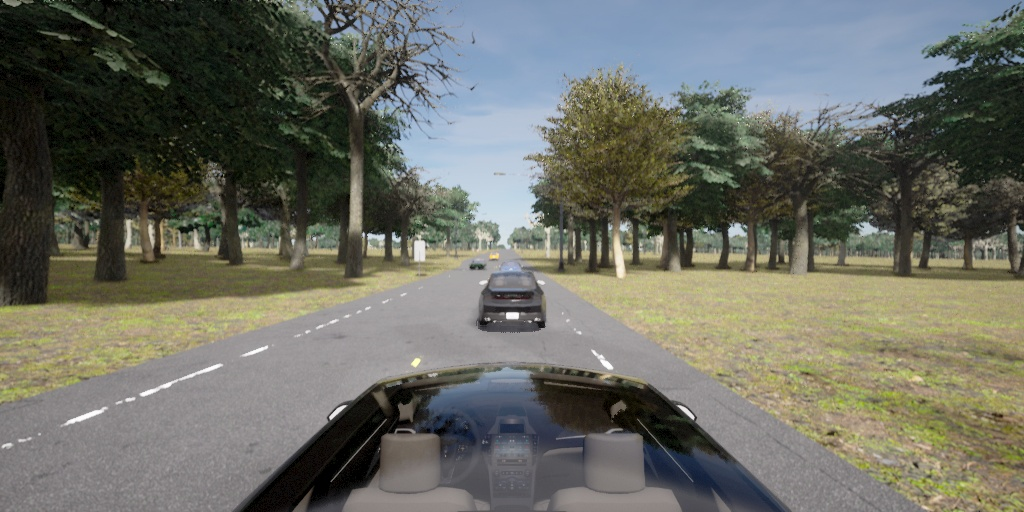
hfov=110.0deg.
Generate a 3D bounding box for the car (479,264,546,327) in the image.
[{"bbox_3d":[0.011,1.206,11.375,1.837,1.490,4.892,0,1,0],"label":"car"}]

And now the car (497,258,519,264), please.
[{"bbox_3d":[-0.093,1.102,29.125,2.033,1.411,5.357,0,1,0],"label":"car"}]

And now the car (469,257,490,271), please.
[{"bbox_3d":[-3.915,1.001,41.441,1.895,1.301,4.718,0,1,-1],"label":"car"}]
